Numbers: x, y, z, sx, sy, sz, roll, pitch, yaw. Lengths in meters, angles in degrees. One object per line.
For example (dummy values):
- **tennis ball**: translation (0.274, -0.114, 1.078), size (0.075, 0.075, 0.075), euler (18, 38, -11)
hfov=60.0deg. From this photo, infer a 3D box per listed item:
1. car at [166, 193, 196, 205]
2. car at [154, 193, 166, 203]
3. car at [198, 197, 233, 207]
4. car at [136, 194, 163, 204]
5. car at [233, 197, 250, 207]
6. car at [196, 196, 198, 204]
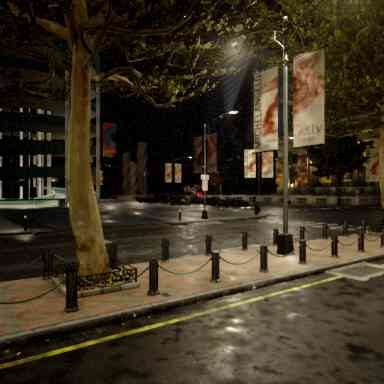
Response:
- **car**: translation (-1.967, 1.352, 57.725), size (2.097, 1.767, 4.553), euler (0, 0, -37)
- **car**: translation (-5.758, 1.221, 67.985), size (5.566, 2.045, 2.150), euler (0, 0, 45)
- **car**: translation (3.472, 1.477, 50.210), size (1.882, 1.535, 5.008), euler (0, 0, -35)
- **car**: translation (-8.775, 1.547, 65.828), size (5.357, 1.411, 2.033), euler (0, 0, 43)
- **car**: translation (6.530, 1.547, 51.960), size (2.033, 1.411, 5.357), euler (0, 0, -35)
- **car**: translation (0.951, 1.525, 59.689), size (1.812, 1.442, 4.674), euler (0, 0, -36)
